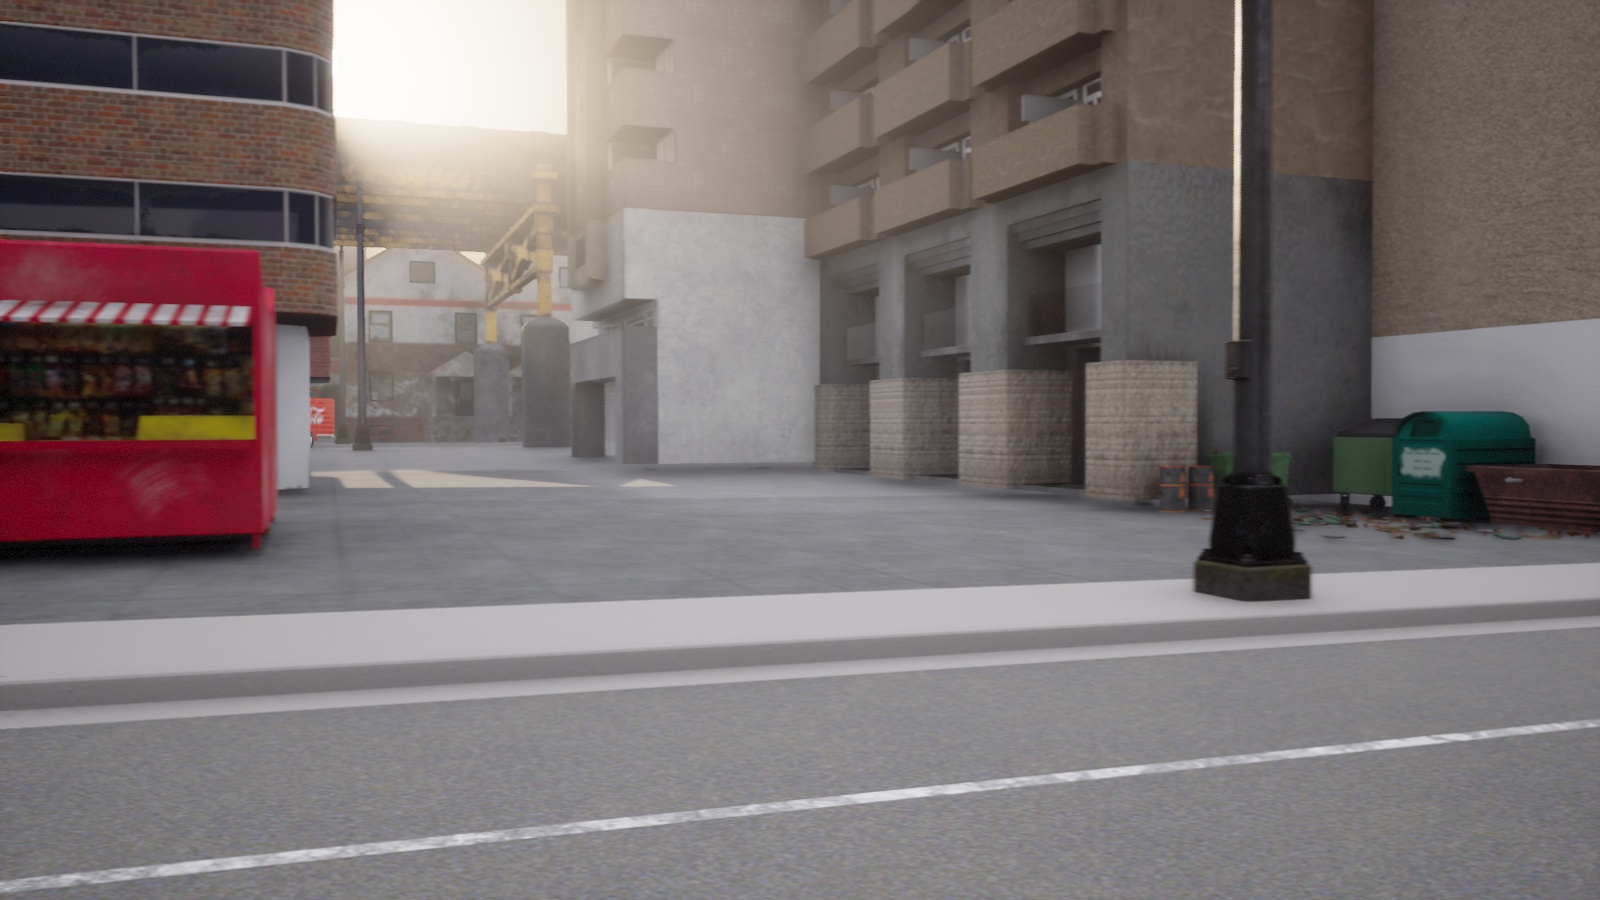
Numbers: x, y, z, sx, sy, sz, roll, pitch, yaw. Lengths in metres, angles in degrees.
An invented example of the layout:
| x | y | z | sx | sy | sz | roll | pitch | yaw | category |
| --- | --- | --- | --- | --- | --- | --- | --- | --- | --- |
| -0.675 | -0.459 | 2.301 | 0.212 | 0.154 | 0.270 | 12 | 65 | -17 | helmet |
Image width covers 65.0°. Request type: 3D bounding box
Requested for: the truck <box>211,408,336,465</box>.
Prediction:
| x | y | z | sx | sy | sz | roll | pitch | yaw | category |
| --- | --- | --- | --- | --- | --- | --- | --- | --- | --- |
| -24.520 | -0.670 | 58.678 | 5.204 | 2.467 | 2.627 | -2 | 1 | -21 | truck |
